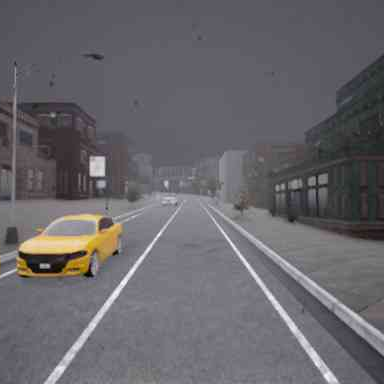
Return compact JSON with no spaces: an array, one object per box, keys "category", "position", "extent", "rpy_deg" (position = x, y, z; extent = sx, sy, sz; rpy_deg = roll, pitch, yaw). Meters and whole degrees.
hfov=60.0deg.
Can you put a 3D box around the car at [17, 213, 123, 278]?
[{"category":"car","position":[-3.463,1.454,10.303],"extent":[1.882,1.535,5.008],"rpy_deg":[0,0,0]}]

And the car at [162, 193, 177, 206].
[{"category":"car","position":[-3.546,1.203,54.020],"extent":[2.150,2.045,5.566],"rpy_deg":[0,0,1]}]
